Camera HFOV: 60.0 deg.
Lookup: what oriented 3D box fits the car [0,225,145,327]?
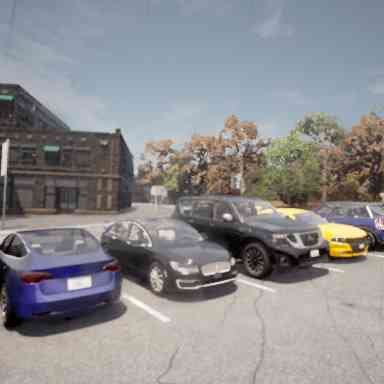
[{"bbox_3d":[-3.155,1.502,7.231,2.163,1.488,4.792,0,0,-36],"label":"car"}]

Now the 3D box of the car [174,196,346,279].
[{"bbox_3d":[1.408,1.157,10.416,2.435,2.045,5.566,-1,1,-36],"label":"car"}]

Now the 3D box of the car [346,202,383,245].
[{"bbox_3d":[5.946,1.181,13.651,2.185,1.767,4.553,-1,1,-36],"label":"car"}]

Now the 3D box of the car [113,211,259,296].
[{"bbox_3d":[-0.880,1.446,8.826,2.231,1.521,4.892,-1,0,-36],"label":"car"}]

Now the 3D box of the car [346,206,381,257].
[{"bbox_3d":[3.665,1.362,12.068,2.097,1.535,5.008,-1,1,-36],"label":"car"}]
